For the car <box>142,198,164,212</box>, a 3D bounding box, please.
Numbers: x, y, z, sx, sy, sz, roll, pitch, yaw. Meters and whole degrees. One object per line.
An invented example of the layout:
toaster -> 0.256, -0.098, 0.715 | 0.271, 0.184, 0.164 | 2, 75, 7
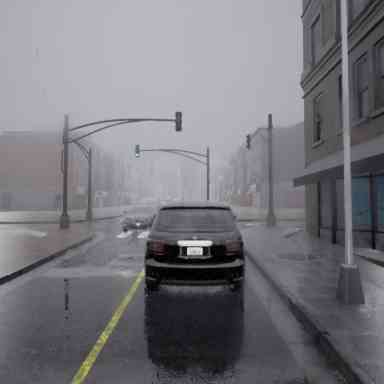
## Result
car -> -5.208, 1.703, 45.080 | 2.192, 1.841, 5.009 | 2, -1, 0

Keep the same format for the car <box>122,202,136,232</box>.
car -> -2.674, 1.396, 18.947 | 1.837, 1.490, 4.892 | 0, -1, 0

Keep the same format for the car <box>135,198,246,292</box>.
car -> 0.084, 1.196, 9.031 | 2.150, 2.045, 5.566 | 0, 1, 1

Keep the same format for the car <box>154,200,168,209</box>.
car -> -5.194, 2.133, 55.654 | 1.887, 1.381, 4.507 | 2, -1, 0

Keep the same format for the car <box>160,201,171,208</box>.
car -> -5.173, 2.385, 66.232 | 1.802, 1.307, 4.206 | 2, -1, 0

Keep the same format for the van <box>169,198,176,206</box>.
van -> -5.126, 2.617, 87.393 | 1.690, 1.788, 3.998 | 1, -1, 0

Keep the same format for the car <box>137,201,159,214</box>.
car -> -5.226, 1.849, 40.091 | 2.008, 1.369, 4.403 | 2, -1, 0

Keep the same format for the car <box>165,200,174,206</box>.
car -> -5.151, 2.577, 76.811 | 1.887, 1.381, 4.507 | 1, -1, 0

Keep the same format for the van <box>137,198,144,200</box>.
van -> -5.226, 1.580, 36.775 | 1.690, 1.788, 3.998 | 2, -1, 0
